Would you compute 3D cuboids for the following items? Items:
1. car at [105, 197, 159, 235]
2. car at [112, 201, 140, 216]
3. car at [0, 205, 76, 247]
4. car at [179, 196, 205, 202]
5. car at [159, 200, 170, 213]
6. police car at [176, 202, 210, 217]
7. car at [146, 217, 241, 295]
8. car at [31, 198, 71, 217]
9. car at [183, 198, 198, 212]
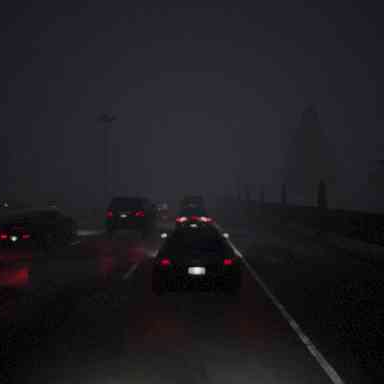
[{"bbox_3d":[-3.426,1.299,19.339,2.150,2.045,5.566,0,0,0],"label":"car"},{"bbox_3d":[-7.055,1.693,36.233,2.033,1.411,5.357,0,0,-1],"label":"car"},{"bbox_3d":[-6.920,1.567,15.401,1.837,1.490,4.892,0,0,0],"label":"car"},{"bbox_3d":[0.036,1.344,29.951,2.150,2.045,5.566,0,0,-1],"label":"car"},{"bbox_3d":[-3.638,1.684,39.080,1.812,1.442,4.674,0,-1,-2],"label":"car"},{"bbox_3d":[0.076,1.584,19.246,2.038,1.542,4.974,0,0,0],"label":"police car"},{"bbox_3d":[0.090,1.600,8.873,1.994,1.385,4.181,0,0,0],"label":"car"},{"bbox_3d":[-14.155,1.488,33.712,2.097,1.767,4.553,0,0,0],"label":"car"},{"bbox_3d":[-0.249,1.630,42.824,1.801,1.575,5.366,0,0,-2],"label":"car"}]
